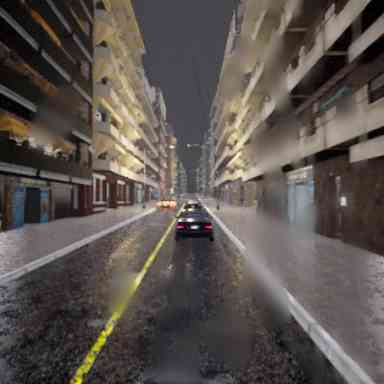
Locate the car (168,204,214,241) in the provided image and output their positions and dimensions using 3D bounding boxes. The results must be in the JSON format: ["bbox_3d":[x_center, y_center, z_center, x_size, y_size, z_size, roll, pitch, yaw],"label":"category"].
[{"bbox_3d":[0.106,1.550,16.676,2.033,1.411,5.357,0,0,0],"label":"car"}]

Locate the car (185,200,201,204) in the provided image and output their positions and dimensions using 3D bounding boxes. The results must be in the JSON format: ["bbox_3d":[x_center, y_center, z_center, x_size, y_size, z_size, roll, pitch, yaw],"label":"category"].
[{"bbox_3d":[0.113,1.551,38.173,1.994,1.385,4.181,0,0,0],"label":"car"}]

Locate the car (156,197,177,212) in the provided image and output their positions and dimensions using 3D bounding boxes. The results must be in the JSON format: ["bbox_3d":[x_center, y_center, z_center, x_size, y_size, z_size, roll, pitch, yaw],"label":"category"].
[{"bbox_3d":[-2.826,1.340,37.870,2.097,1.767,4.553,0,0,0],"label":"car"}]
